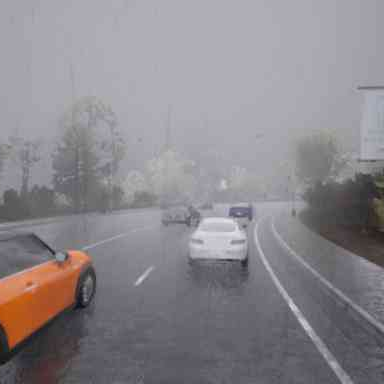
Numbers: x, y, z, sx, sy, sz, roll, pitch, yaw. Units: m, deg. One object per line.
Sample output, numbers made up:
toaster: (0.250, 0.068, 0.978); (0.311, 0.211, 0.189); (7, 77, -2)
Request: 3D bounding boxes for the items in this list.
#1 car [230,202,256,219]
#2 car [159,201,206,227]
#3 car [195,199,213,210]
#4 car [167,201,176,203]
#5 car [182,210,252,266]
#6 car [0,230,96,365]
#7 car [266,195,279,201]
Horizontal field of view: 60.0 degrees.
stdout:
car: (4.514, 1.614, 29.391); (1.882, 1.535, 5.008); (0, 0, 16)
car: (-0.637, 1.639, 23.481); (2.033, 1.411, 5.357); (0, 0, 12)
car: (1.174, 1.655, 41.903); (2.128, 1.511, 4.902); (0, 0, 22)
car: (-2.395, 1.748, 42.448); (1.895, 1.301, 4.718); (0, 0, 21)
car: (0.964, 1.577, 11.679); (1.812, 1.442, 4.674); (0, 0, 6)
car: (-3.147, 1.363, 5.136); (2.097, 1.767, 4.553); (0, 0, 4)
car: (19.124, 1.472, 78.422); (2.097, 1.767, 4.553); (0, 0, 39)
